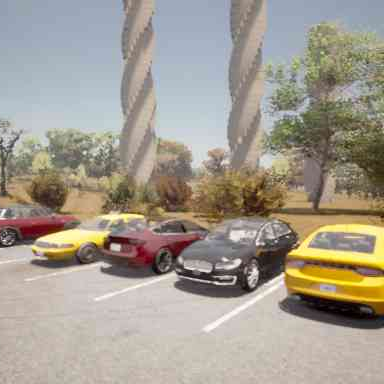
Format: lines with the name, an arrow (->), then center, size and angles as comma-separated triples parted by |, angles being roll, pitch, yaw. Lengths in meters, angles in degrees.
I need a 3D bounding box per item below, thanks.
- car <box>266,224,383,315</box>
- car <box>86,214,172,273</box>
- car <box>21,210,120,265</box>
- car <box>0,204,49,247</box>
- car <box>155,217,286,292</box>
car -> 3.744, 1.488, 7.686 | 2.097, 1.535, 5.008 | 0, 0, 36
car -> -0.716, 1.544, 10.910 | 2.163, 1.488, 4.792 | 0, 0, 35
car -> -3.088, 1.518, 12.338 | 1.946, 1.575, 5.366 | 0, 0, 35
car -> -7.479, 1.402, 15.659 | 2.185, 1.767, 4.553 | 0, 0, 35
car -> 1.510, 1.503, 9.294 | 2.231, 1.521, 4.892 | 0, 0, 35
